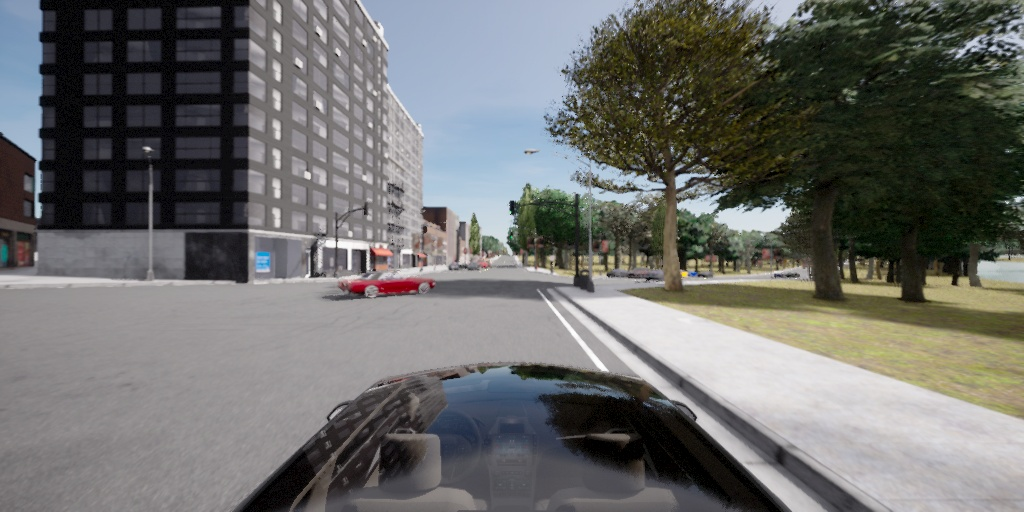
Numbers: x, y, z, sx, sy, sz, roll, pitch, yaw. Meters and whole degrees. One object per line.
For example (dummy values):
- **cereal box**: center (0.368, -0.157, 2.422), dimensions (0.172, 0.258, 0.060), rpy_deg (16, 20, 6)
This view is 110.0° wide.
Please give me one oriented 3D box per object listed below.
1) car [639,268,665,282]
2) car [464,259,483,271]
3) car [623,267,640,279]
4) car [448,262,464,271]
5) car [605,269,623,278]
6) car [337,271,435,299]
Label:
- **car**: center (17.576, 2.350, 42.557), dimensions (5.357, 1.411, 2.033), rpy_deg (3, -2, -45)
- **car**: center (-6.529, 1.796, 61.781), dimensions (1.837, 1.490, 4.892), rpy_deg (0, 0, 1)
- **car**: center (18.874, 2.480, 53.117), dimensions (4.553, 1.767, 2.097), rpy_deg (3, -2, -45)
- **car**: center (-9.779, 1.785, 61.786), dimensions (2.128, 1.511, 4.902), rpy_deg (0, -1, 1)
- **car**: center (16.553, 2.689, 55.385), dimensions (5.357, 1.411, 2.033), rpy_deg (3, -2, -44)
- **car**: center (-6.483, 1.458, 19.009), dimensions (4.718, 1.301, 1.895), rpy_deg (0, -1, -44)
